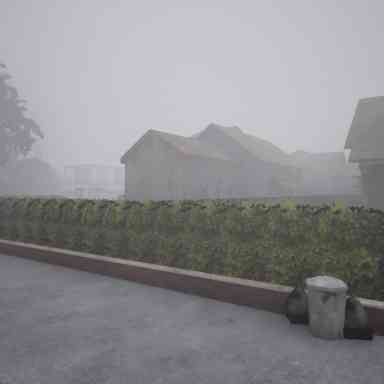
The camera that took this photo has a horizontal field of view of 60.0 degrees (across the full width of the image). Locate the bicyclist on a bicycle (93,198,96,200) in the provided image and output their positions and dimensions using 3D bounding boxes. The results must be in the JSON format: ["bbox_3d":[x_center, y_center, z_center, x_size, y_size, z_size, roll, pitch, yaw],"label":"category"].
[{"bbox_3d":[-8.795,1.349,30.383,1.656,1.620,0.582,0,0,35],"label":"bicyclist on a bicycle"}]
